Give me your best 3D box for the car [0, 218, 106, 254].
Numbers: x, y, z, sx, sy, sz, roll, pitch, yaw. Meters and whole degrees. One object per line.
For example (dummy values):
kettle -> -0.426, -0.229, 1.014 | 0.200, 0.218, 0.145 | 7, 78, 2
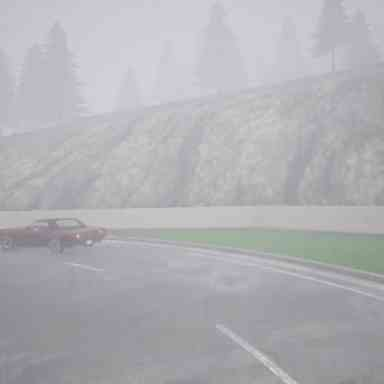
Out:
car -> -6.073, 1.767, 14.185 | 4.718, 1.301, 1.895 | -2, 0, 26
